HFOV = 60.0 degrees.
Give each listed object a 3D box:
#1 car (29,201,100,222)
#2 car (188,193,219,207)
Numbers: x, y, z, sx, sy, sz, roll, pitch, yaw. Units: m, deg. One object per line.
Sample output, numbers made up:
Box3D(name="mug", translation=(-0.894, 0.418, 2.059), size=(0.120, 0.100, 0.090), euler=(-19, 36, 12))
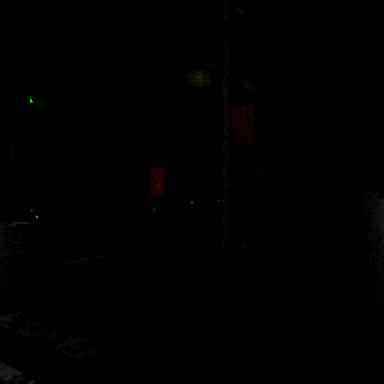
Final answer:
Box3D(name="car", translation=(-9.133, 1.322, 24.091), size=(1.895, 1.301, 4.718), euler=(0, 1, 35))
Box3D(name="car", translation=(1.429, 0.892, 39.196), size=(2.128, 1.511, 4.902), euler=(0, 1, 35))
